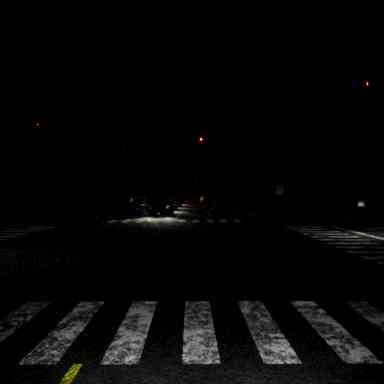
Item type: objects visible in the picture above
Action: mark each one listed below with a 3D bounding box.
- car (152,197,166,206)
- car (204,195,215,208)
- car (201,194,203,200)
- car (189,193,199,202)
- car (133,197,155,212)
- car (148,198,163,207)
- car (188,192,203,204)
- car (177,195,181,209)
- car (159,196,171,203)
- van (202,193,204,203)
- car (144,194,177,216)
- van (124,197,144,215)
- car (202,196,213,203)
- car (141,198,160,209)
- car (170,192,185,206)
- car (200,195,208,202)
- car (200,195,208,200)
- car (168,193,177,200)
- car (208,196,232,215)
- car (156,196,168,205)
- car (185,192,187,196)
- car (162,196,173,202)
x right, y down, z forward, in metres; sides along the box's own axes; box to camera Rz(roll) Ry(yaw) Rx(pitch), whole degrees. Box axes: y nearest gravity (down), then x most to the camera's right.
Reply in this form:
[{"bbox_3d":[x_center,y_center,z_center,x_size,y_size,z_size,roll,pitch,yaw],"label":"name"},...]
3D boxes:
[{"bbox_3d":[-5.479,1.569,56.084,1.947,1.339,4.313,0,0,0],"label":"car"},{"bbox_3d":[2.969,1.443,44.693,1.967,1.590,4.097,0,0,0],"label":"car"},{"bbox_3d":[3.087,1.527,61.870,1.752,1.417,4.829,0,0,0],"label":"car"},{"bbox_3d":[0.501,1.186,73.739,2.097,1.767,4.553,0,0,0],"label":"car"},{"bbox_3d":[-5.596,1.443,39.079,1.967,1.590,4.097,0,0,0],"label":"car"},{"bbox_3d":[-5.518,1.585,50.416,1.802,1.307,4.206,0,0,0],"label":"car"},{"bbox_3d":[0.430,1.223,63.379,2.150,2.045,5.566,0,0,0],"label":"car"},{"bbox_3d":[-2.815,1.481,42.045,1.882,1.535,5.008,0,0,1],"label":"car"},{"bbox_3d":[-5.401,1.566,67.420,1.947,1.339,4.313,0,0,0],"label":"car"},{"bbox_3d":[3.046,1.344,56.031,1.690,1.788,3.998,0,0,0],"label":"van"},{"bbox_3d":[-2.925,1.354,32.108,2.097,1.767,4.553,0,0,2],"label":"car"},{"bbox_3d":[-5.635,1.343,33.411,1.690,1.788,3.998,0,0,0],"label":"van"},{"bbox_3d":[3.124,1.551,67.370,2.008,1.369,4.403,0,0,0],"label":"car"},{"bbox_3d":[-5.556,1.569,44.747,1.947,1.339,4.313,0,0,0],"label":"car"},{"bbox_3d":[-2.741,1.225,52.172,2.150,2.045,5.566,0,0,1],"label":"car"},{"bbox_3d":[2.890,1.453,79.541,1.801,1.575,5.366,0,0,0],"label":"car"},{"bbox_3d":[3.280,1.558,90.047,1.947,1.339,4.313,0,0,0],"label":"car"},{"bbox_3d":[-5.246,1.307,90.093,2.192,1.841,5.009,0,0,0],"label":"car"},{"bbox_3d":[2.891,1.442,33.355,1.967,1.590,4.097,0,0,0],"label":"car"},{"bbox_3d":[-5.441,1.527,61.582,1.752,1.417,4.829,0,0,0],"label":"car"},{"bbox_3d":[-2.629,1.354,62.398,2.097,1.767,4.553,0,0,1],"label":"car"},{"bbox_3d":[-5.362,1.543,73.088,1.887,1.381,4.507,0,0,0],"label":"car"}]
